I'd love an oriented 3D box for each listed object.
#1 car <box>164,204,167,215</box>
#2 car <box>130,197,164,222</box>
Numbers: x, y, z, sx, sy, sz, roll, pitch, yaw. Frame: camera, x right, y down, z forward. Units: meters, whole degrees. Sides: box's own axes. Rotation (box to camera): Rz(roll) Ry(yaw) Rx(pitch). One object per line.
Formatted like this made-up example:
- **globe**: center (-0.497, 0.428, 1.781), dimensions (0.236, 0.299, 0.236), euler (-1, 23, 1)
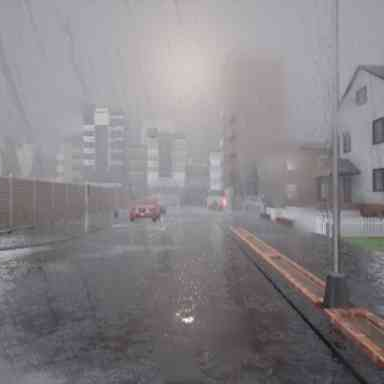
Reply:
- **car**: center (-4.076, 1.991, 40.197), dimensions (1.895, 1.301, 4.718), euler (0, -1, 0)
- **car**: center (-4.094, 1.513, 30.001), dimensions (2.150, 2.045, 5.566), euler (0, -1, 0)
